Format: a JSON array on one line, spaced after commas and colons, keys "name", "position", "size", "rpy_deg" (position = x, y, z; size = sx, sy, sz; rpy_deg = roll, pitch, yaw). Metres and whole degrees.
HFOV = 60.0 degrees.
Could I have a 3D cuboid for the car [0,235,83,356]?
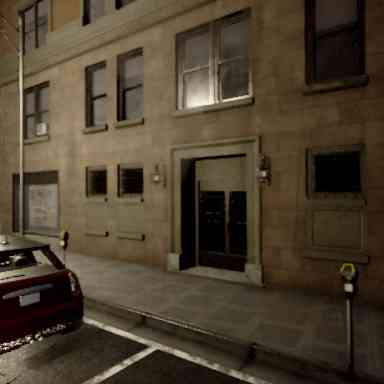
[{"name": "car", "position": [-3.701, 1.427, 5.495], "size": [4.097, 1.590, 1.967], "rpy_deg": [0, 0, 35]}]
